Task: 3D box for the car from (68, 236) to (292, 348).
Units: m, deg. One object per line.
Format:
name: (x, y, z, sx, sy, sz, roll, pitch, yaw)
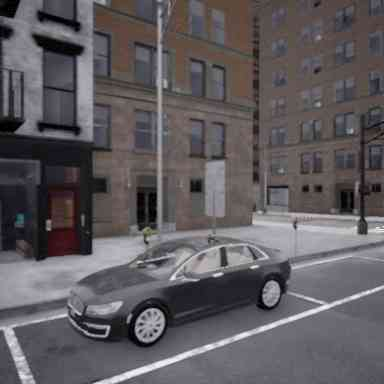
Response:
car: (0.017, 1.552, 6.202, 4.403, 1.369, 2.008, 0, 0, -35)
